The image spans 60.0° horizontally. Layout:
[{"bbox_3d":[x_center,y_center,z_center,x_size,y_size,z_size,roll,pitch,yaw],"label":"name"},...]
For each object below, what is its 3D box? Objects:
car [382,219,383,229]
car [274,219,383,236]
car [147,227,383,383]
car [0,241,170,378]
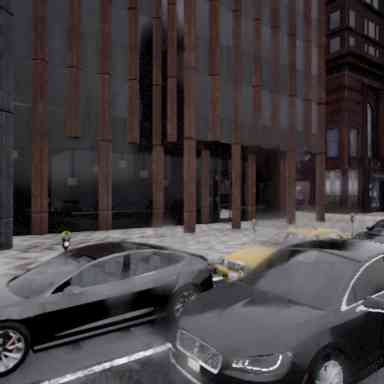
[{"bbox_3d":[7.580,1.602,12.069,4.313,1.339,1.947,0,0,-36],"label":"car"},{"bbox_3d":[2.856,1.545,8.694,4.829,1.417,1.752,0,0,-36],"label":"car"},{"bbox_3d":[1.993,1.516,4.803,4.892,1.490,1.837,0,0,-36],"label":"car"},{"bbox_3d":[-1.592,1.571,5.516,4.313,1.339,1.947,0,0,-36],"label":"car"}]
